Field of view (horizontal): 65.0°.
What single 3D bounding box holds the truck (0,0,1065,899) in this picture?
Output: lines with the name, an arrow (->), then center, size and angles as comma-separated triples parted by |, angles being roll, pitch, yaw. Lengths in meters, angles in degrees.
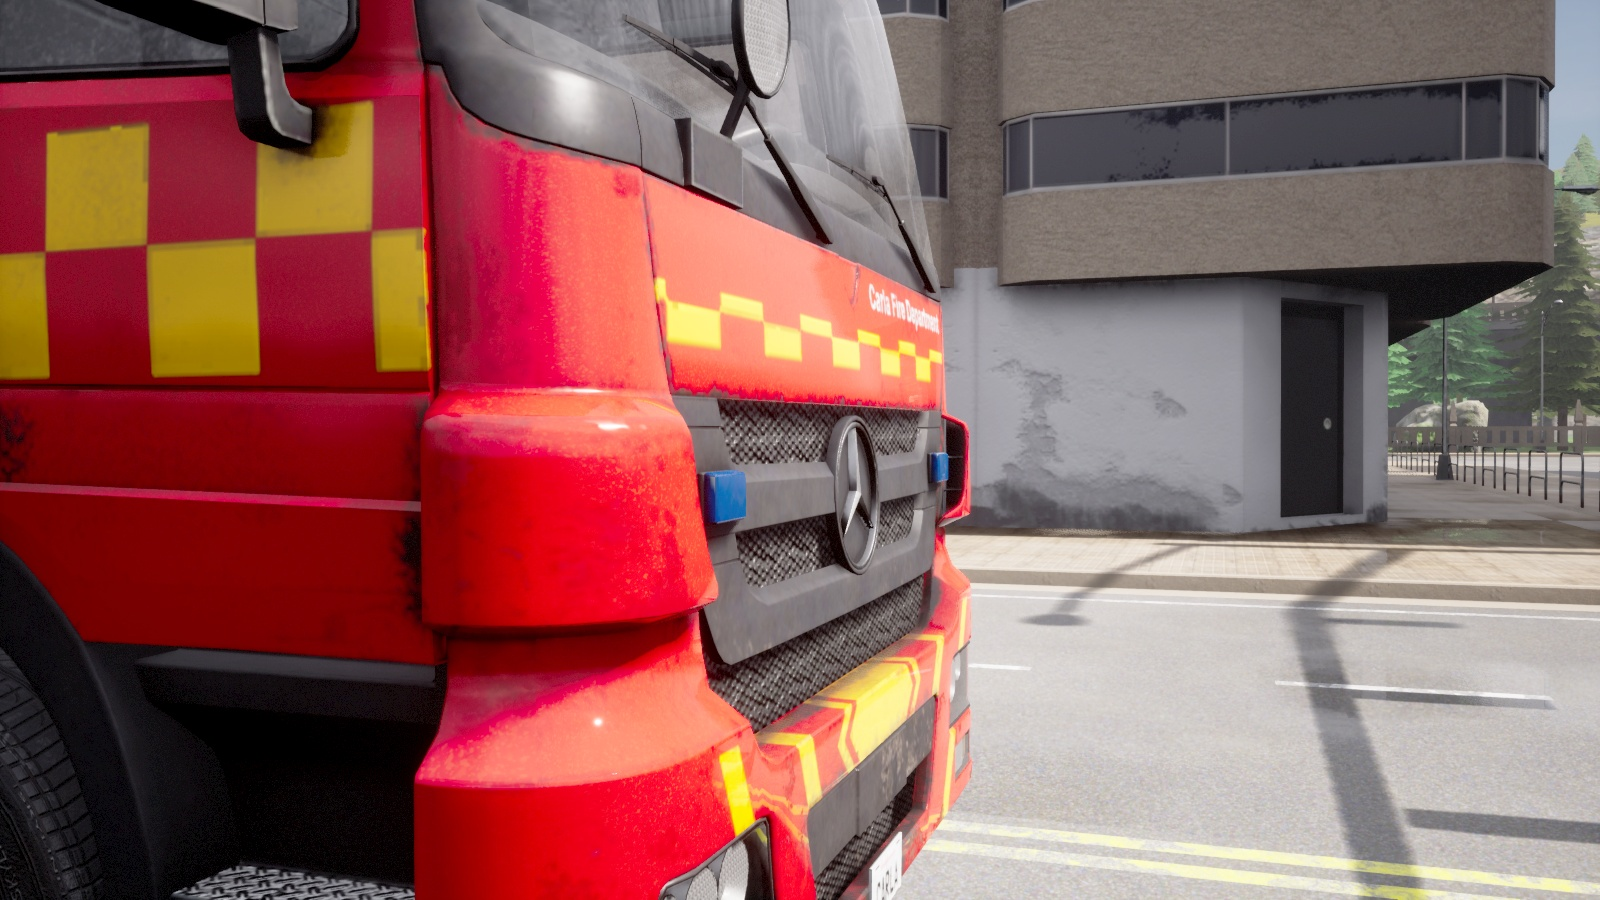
truck -> -3.556, -0.422, 4.371 | 8.468, 3.827, 2.891 | 1, 1, 19
